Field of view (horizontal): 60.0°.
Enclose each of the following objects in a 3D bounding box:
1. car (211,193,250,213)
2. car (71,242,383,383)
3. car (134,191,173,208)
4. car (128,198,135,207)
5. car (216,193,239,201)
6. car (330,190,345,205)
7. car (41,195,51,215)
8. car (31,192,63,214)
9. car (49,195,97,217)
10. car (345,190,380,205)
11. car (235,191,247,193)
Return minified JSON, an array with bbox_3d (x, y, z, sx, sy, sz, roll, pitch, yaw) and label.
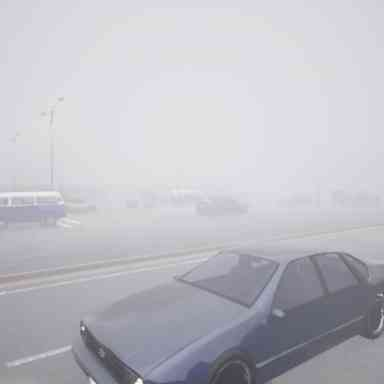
[{"bbox_3d":[4.401,1.144,36.083,3.806,1.475,1.970,-1,0,-36],"label":"car"},{"bbox_3d":[1.166,1.510,4.885,5.357,1.411,2.033,-1,0,-37],"label":"car"},{"bbox_3d":[-5.704,0.910,49.626,4.605,1.855,1.932,-1,0,-36],"label":"car"},{"bbox_3d":[-7.370,1.121,51.996,3.905,1.438,1.784,-1,0,-36],"label":"car"},{"bbox_3d":[6.674,0.968,62.380,3.806,1.475,1.970,-1,0,-36],"label":"car"},{"bbox_3d":[20.061,0.720,44.272,3.866,1.878,1.905,-1,0,-36],"label":"car"},{"bbox_3d":[-12.894,1.275,34.090,3.905,1.438,1.784,-1,0,-36],"label":"car"},{"bbox_3d":[-14.529,1.066,36.218,4.605,1.855,1.932,-1,0,-36],"label":"car"},{"bbox_3d":[-11.175,1.305,31.760,3.806,1.475,1.970,-1,0,-36],"label":"car"},{"bbox_3d":[21.735,0.716,41.911,4.605,1.855,1.932,-1,0,-36],"label":"car"},{"bbox_3d":[8.382,0.728,60.042,3.866,1.878,1.905,-1,0,-36],"label":"car"}]
